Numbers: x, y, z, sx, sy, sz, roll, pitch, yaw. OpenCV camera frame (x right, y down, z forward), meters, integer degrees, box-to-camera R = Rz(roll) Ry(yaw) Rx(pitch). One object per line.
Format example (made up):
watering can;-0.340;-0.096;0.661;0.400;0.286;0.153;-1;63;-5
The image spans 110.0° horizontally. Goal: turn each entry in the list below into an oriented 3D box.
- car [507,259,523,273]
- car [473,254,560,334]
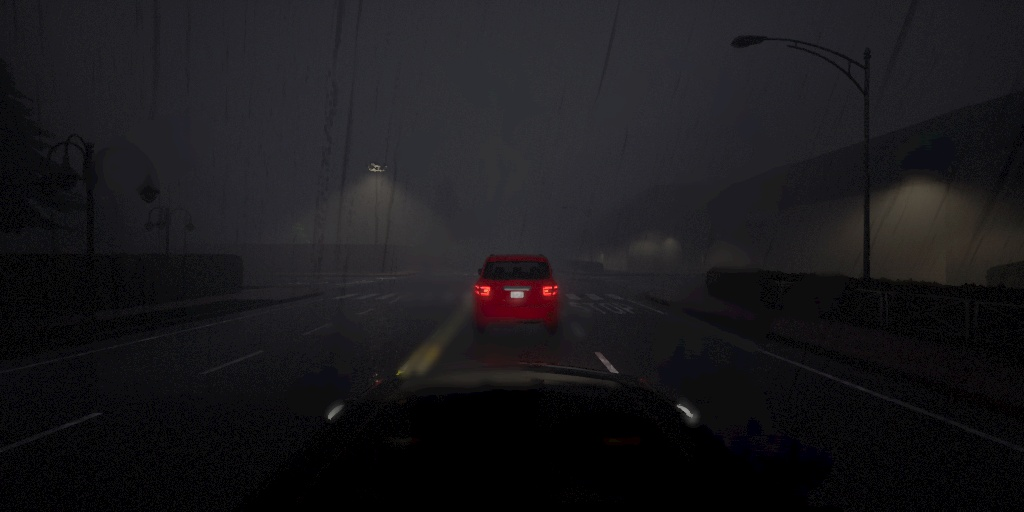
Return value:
car;0.362;1.227;45.631;1.882;1.535;5.008;0;0;1
car;0.123;0.971;10.806;2.150;2.045;5.566;0;0;0
